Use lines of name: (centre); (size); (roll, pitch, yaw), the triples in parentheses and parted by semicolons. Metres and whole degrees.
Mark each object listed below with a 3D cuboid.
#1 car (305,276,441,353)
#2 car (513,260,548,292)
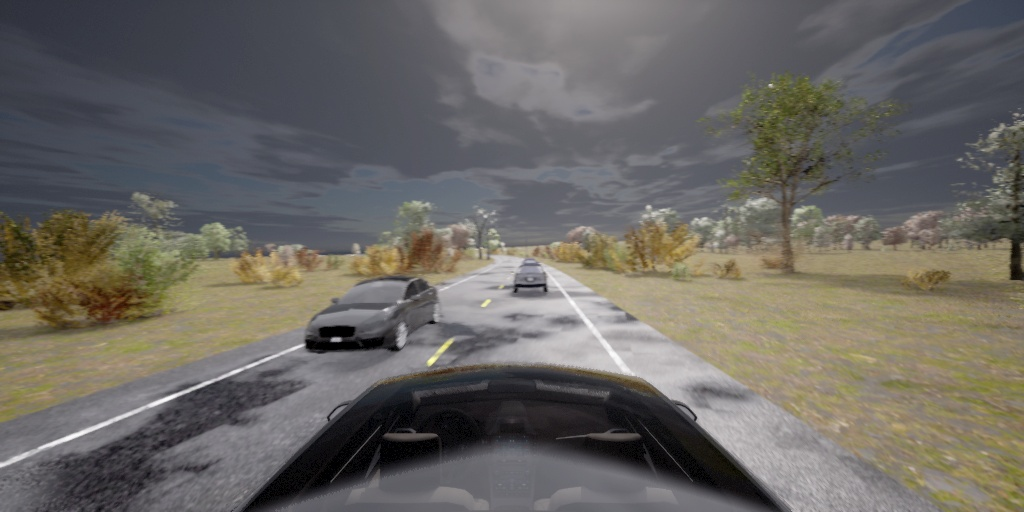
car: (-3.186, 1.311, 9.186); (1.837, 1.490, 4.892); (-2, 0, 3)
car: (1.047, 1.166, 20.188); (2.033, 1.411, 5.357); (-2, 0, 3)
